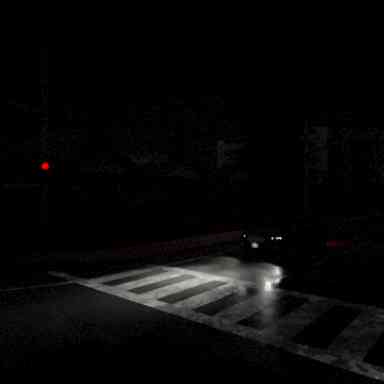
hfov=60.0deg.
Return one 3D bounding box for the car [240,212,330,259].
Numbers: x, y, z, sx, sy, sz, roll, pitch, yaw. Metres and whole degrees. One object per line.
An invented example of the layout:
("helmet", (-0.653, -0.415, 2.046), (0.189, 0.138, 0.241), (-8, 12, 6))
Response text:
("car", (3.812, 1.559, 13.183), (2.128, 1.511, 4.902), (-1, 0, 43))
